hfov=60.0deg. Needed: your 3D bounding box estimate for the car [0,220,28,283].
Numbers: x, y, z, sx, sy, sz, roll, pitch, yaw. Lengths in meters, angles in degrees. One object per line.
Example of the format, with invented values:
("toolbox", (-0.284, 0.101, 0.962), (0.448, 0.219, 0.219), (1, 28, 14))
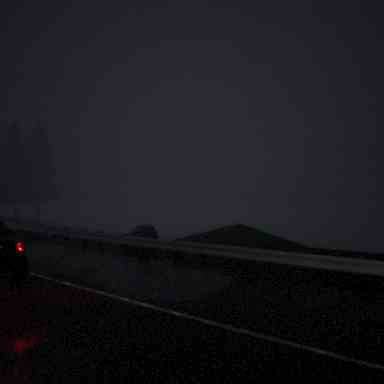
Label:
("car", (-6.367, 1.449, 8.886), (4.553, 1.767, 2.097), (-1, 0, 38))
